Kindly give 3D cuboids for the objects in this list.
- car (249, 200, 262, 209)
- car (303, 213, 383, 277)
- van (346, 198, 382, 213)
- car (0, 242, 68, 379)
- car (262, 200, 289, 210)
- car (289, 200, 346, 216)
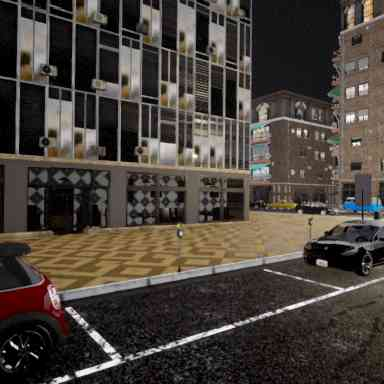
[{"bbox_3d":[9.567,1.863,51.070,1.947,1.339,4.313,0,-1,-35],"label":"car"},{"bbox_3d":[5.327,1.566,10.346,4.313,1.339,1.947,0,1,-35],"label":"car"},{"bbox_3d":[19.061,1.524,37.396,1.690,1.788,3.998,0,-1,-35],"label":"van"},{"bbox_3d":[-3.751,1.440,3.873,4.097,1.590,1.967,0,1,-35],"label":"car"},{"bbox_3d":[12.634,1.786,46.651,1.752,1.417,4.829,0,-1,-35],"label":"car"},{"bbox_3d":[12.174,1.619,32.619,2.008,1.369,4.403,0,-1,-35],"label":"car"}]
